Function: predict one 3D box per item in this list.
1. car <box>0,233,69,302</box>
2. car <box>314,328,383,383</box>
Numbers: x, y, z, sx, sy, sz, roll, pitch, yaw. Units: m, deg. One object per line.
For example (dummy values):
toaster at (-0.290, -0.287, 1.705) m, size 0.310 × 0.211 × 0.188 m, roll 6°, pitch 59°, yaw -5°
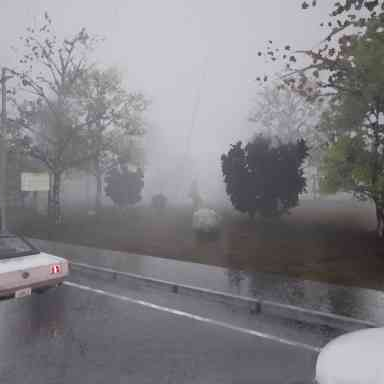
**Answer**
car at (-4.968, 1.601, 7.534) m, size 4.718 × 1.301 × 1.895 m, roll 0°, pitch 0°, yaw 36°
car at (3.100, 1.526, 1.797) m, size 4.674 × 1.442 × 1.812 m, roll 0°, pitch 0°, yaw 35°
